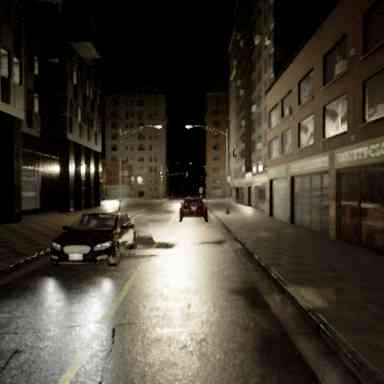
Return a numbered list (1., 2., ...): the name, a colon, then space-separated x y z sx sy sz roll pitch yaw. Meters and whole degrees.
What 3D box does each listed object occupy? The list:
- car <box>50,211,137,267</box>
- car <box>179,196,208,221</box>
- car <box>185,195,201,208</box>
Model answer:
1. car: -3.050 1.429 11.183 2.128 1.511 4.902 0 0 0
2. car: 0.116 1.206 25.663 2.097 1.767 4.553 0 0 0
3. car: 0.124 1.255 44.607 2.128 1.511 4.902 0 0 0
